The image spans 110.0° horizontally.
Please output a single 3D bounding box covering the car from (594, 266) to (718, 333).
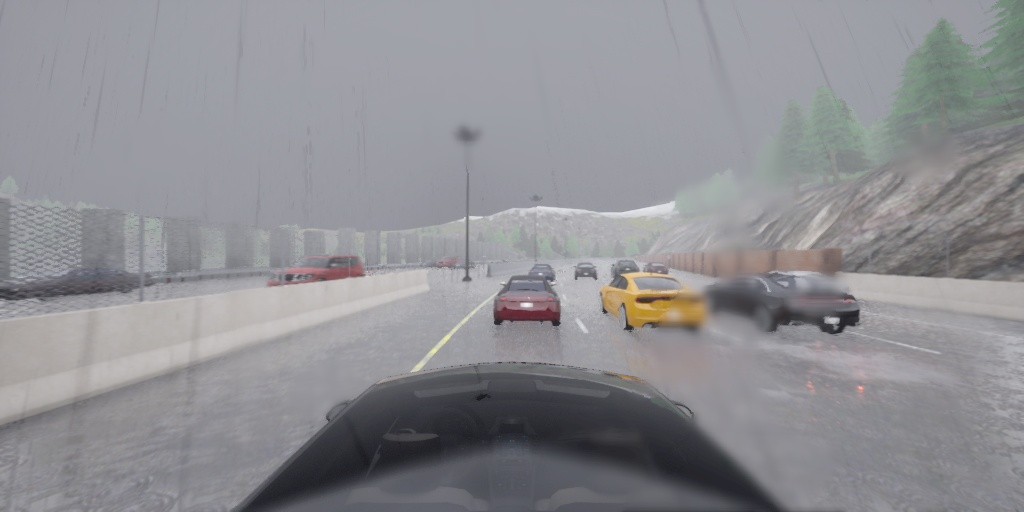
[{"bbox_3d":[3.965,1.238,10.937,1.882,1.535,5.008,0,0,3],"label":"car"}]

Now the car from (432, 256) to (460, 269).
[{"bbox_3d":[-9.657,0.948,55.448,2.150,2.045,5.566,0,0,16],"label":"car"}]

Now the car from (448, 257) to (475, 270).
[{"bbox_3d":[-6.955,1.227,52.107,2.128,1.511,4.902,0,0,16],"label":"car"}]

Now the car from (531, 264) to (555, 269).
[{"bbox_3d":[2.445,1.321,28.822,1.994,1.385,4.181,0,0,9],"label":"car"}]

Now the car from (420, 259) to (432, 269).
[{"bbox_3d":[-12.818,1.212,57.139,2.128,1.511,4.902,0,0,16],"label":"car"}]

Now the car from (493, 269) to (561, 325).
[{"bbox_3d":[0.528,1.316,11.844,1.994,1.385,4.181,0,0,4],"label":"car"}]

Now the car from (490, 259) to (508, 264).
[{"bbox_3d":[-2.056,1.224,56.607,1.882,1.535,5.008,0,0,16],"label":"car"}]

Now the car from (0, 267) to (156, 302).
[{"bbox_3d":[-20.375,1.248,16.964,2.033,1.411,5.357,0,0,5],"label":"car"}]

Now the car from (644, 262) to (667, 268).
[{"bbox_3d":[14.595,1.313,36.464,1.812,1.442,4.674,0,0,12],"label":"car"}]

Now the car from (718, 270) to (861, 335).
[{"bbox_3d":[7.452,1.260,10.604,2.128,1.511,4.902,0,0,3],"label":"car"}]

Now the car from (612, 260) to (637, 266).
[{"bbox_3d":[10.215,1.128,32.535,2.097,1.767,4.553,0,0,10],"label":"car"}]

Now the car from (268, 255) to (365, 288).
[{"bbox_3d":[-9.730,0.950,18.492,2.150,2.045,5.566,0,0,6],"label":"car"}]

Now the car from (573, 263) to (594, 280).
[{"bbox_3d":[6.489,1.293,31.682,1.812,1.442,4.674,0,0,10],"label":"car"}]
